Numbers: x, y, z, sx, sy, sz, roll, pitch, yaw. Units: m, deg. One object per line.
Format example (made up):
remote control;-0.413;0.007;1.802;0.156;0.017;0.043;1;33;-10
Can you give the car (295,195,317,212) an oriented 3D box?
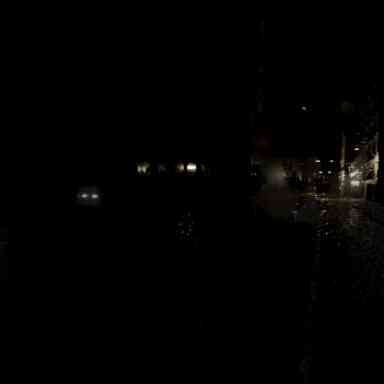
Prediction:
car;11.211;1.066;32.602;1.812;1.442;4.674;2;1;22
